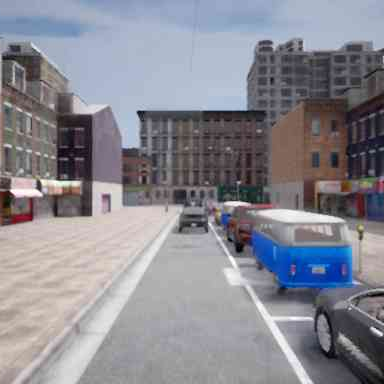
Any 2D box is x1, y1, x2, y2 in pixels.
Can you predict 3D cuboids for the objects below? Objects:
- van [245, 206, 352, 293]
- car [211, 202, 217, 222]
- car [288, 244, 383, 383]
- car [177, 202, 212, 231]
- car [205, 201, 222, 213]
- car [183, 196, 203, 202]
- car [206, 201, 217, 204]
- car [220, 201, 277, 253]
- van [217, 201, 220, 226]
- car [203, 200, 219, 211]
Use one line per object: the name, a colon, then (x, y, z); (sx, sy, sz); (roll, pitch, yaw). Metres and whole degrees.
van: (2.634, 1.409, 8.780); (1.690, 1.788, 3.998); (0, 0, 0)
car: (2.631, 1.719, 25.375); (1.752, 1.417, 4.829); (0, 0, 0)
car: (2.635, 1.577, 3.303); (2.008, 1.369, 4.403); (0, 0, 0)
car: (0.099, 1.671, 21.747); (1.837, 1.490, 4.892); (0, 0, 0)
car: (2.628, 1.842, 41.801); (1.752, 1.417, 4.829); (0, 0, 0)
car: (0.106, 1.517, 38.938); (2.150, 2.045, 5.566); (0, -1, 0)
car: (2.629, 1.715, 36.156); (1.967, 1.590, 4.097); (0, 0, 0)
car: (2.633, 1.424, 14.255); (2.192, 1.841, 5.009); (0, 0, 0)
van: (2.632, 1.492, 19.731); (1.690, 1.788, 3.998); (0, 0, 0)
car: (2.627, 1.908, 47.106); (2.008, 1.369, 4.403); (0, 0, 0)
